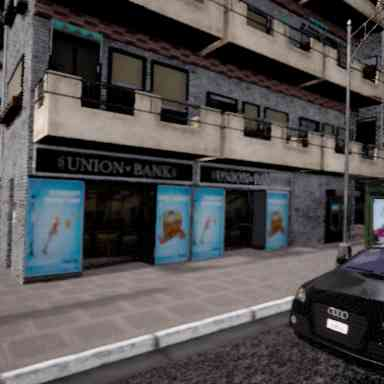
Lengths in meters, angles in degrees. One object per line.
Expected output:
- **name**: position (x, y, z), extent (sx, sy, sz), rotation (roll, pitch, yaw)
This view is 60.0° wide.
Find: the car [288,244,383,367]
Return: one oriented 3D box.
- **car**: position (3.570, 1.638, 5.605), extent (4.181, 1.385, 1.994), rotation (1, -1, -35)
